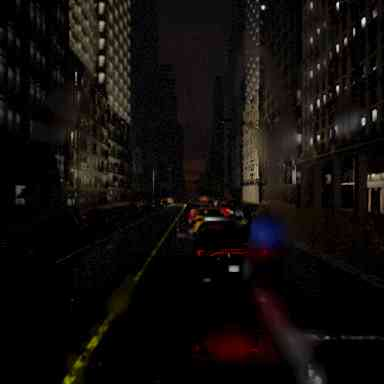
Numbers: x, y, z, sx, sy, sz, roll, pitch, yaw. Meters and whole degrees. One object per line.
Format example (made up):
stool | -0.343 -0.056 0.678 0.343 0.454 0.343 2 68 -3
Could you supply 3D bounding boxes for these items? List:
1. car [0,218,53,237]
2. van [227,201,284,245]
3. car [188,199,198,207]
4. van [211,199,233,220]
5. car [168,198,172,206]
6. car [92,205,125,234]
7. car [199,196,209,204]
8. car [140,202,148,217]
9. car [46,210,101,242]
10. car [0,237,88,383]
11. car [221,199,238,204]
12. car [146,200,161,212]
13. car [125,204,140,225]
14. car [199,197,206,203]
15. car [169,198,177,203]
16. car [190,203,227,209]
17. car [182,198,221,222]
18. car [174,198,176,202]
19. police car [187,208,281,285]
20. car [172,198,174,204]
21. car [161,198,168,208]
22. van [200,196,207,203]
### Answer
car | -5.674 1.616 8.751 2.008 1.369 4.403 -1 0 0
van | 2.722 1.449 14.411 1.690 1.788 3.998 -1 0 0
car | 0.181 2.052 60.802 1.895 1.301 4.718 0 0 0
van | 2.773 1.576 31.461 1.690 1.788 3.998 -1 0 0
car | -5.502 2.068 65.585 1.802 1.307 4.206 -1 0 0
car | -5.639 1.695 20.118 1.887 1.381 4.507 -1 0 0
car | 2.927 1.926 82.613 2.192 1.841 5.009 -1 0 0
car | -5.605 1.816 31.485 1.802 1.307 4.206 -1 0 0
car | -5.657 1.674 14.434 1.947 1.339 4.313 -1 0 0
car | -3.090 1.597 4.411 1.994 1.385 4.181 0 0 0
car | 2.756 1.508 25.778 2.192 1.841 5.009 -1 0 0
car | -5.571 1.869 42.852 2.008 1.369 4.403 -1 0 0
car | -5.623 1.743 25.802 2.008 1.369 4.403 -1 0 0
car | 2.963 2.134 93.979 1.967 1.590 4.097 -1 0 0
car | -5.417 2.259 94.003 1.947 1.339 4.313 -1 0 0
car | 0.957 1.626 19.762 1.882 1.535 5.008 0 0 0
car | 0.614 1.542 25.639 2.097 1.767 4.553 0 0 -5
car | -5.451 2.135 82.467 1.752 1.417 4.829 -1 0 0
police car | 0.927 1.500 9.872 1.930 1.638 5.238 0 0 0
car | -5.486 1.968 71.270 1.967 1.590 4.097 -1 0 0
car | -5.536 1.953 54.218 2.008 1.369 4.403 -1 0 0
van | 2.945 1.994 88.296 1.690 1.788 3.998 -1 0 0
